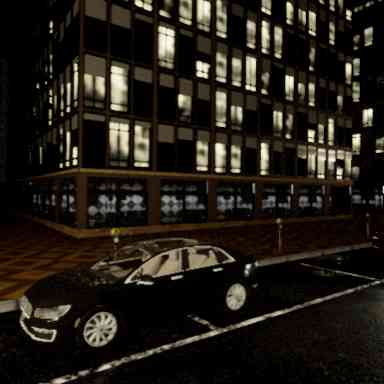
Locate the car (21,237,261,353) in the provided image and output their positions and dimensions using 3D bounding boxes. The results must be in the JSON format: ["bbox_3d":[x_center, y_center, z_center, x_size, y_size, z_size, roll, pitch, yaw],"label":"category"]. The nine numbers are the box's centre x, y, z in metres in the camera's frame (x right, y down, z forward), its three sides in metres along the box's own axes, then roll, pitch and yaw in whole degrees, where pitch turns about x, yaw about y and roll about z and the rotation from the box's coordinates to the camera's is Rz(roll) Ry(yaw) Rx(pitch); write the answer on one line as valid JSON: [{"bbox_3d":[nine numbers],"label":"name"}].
[{"bbox_3d":[-0.658,1.568,6.085,4.403,1.369,2.008,0,0,-35],"label":"car"}]

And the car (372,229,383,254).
[{"bbox_3d":[8.612,1.631,12.692,4.507,1.381,1.887,0,0,-35],"label":"car"}]
